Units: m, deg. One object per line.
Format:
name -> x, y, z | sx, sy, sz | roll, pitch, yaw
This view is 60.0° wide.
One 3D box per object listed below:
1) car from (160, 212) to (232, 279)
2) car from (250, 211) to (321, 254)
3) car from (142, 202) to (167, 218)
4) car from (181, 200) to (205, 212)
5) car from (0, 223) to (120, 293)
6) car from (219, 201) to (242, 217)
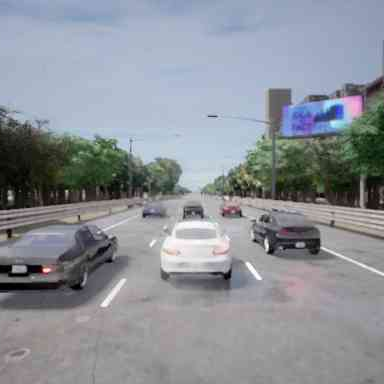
car -> 0.104, 1.540, 9.938 | 1.812, 1.442, 4.674 | 0, 0, 0
car -> 3.607, 1.524, 13.488 | 1.837, 1.490, 4.892 | 0, 0, 0
car -> -3.385, 1.606, 30.585 | 1.994, 1.385, 4.181 | 0, 0, 0
car -> 0.117, 1.547, 30.543 | 1.837, 1.490, 4.892 | 0, 0, 0
car -> -3.395, 1.560, 9.038 | 2.033, 1.411, 5.357 | 0, 0, 0
car -> 3.616, 1.570, 31.426 | 1.812, 1.442, 4.674 | 0, 0, 0
